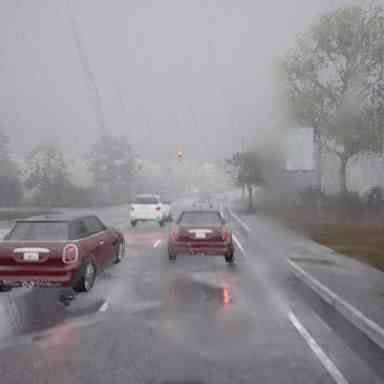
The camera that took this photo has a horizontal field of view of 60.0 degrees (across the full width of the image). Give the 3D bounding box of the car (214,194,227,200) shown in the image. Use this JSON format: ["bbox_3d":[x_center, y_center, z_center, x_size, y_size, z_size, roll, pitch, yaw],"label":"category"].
[{"bbox_3d":[6.978,1.518,81.727,1.895,1.301,4.718,0,0,10],"label":"car"}]

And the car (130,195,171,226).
[{"bbox_3d":[-2.784,1.199,23.188,2.150,2.045,5.566,0,0,3],"label":"car"}]

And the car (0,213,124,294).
[{"bbox_3d":[-3.263,1.341,8.959,2.097,1.767,4.553,0,0,1],"label":"car"}]

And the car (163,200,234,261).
[{"bbox_3d":[0.315,1.341,12.351,2.097,1.767,4.553,0,0,1],"label":"car"}]

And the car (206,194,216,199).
[{"bbox_3d":[5.275,1.246,92.034,1.882,1.535,5.008,0,0,11],"label":"car"}]

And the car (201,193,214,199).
[{"bbox_3d":[3.450,1.144,81.859,2.150,2.045,5.566,0,0,10],"label":"car"}]
